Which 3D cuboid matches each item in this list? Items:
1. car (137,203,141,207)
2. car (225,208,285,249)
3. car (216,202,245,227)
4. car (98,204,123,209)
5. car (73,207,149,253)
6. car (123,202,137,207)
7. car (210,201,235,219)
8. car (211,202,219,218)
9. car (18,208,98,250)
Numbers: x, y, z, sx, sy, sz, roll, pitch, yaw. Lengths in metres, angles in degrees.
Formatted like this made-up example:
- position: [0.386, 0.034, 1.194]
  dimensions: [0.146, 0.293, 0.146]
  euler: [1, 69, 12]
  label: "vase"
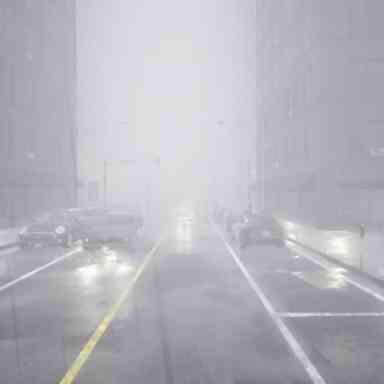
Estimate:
- position: [-5.773, 1.616, 30.987]
  dimensions: [1.887, 1.381, 4.507]
  euler: [-1, 0, 0]
  label: "car"
- position: [2.753, 1.580, 14.472]
  dimensions: [1.947, 1.339, 4.313]
  euler: [-1, 0, 0]
  label: "car"
- position: [2.753, 1.568, 19.976]
  dimensions: [1.887, 1.381, 4.507]
  euler: [-1, 0, 0]
  label: "car"
- position: [-5.772, 1.617, 19.976]
  dimensions: [1.947, 1.339, 4.313]
  euler: [-1, 0, 0]
  label: "car"
- position: [-2.999, 1.580, 14.177]
  dimensions: [2.033, 1.411, 5.357]
  euler: [0, 0, 0]
  label: "car"
- position: [-5.773, 1.612, 25.481]
  dimensions: [2.008, 1.369, 4.403]
  euler: [-1, 0, 0]
  label: "car"
- position: [2.752, 1.587, 30.987]
  dimensions: [1.887, 1.381, 4.507]
  euler: [-1, 0, 0]
  label: "car"
- position: [2.752, 1.578, 25.482]
  dimensions: [1.887, 1.381, 4.507]
  euler: [-1, 0, 0]
  label: "car"
- position: [-5.774, 1.482, 14.471]
  dimensions: [1.967, 1.590, 4.097]
  euler: [-1, 0, 0]
  label: "car"
